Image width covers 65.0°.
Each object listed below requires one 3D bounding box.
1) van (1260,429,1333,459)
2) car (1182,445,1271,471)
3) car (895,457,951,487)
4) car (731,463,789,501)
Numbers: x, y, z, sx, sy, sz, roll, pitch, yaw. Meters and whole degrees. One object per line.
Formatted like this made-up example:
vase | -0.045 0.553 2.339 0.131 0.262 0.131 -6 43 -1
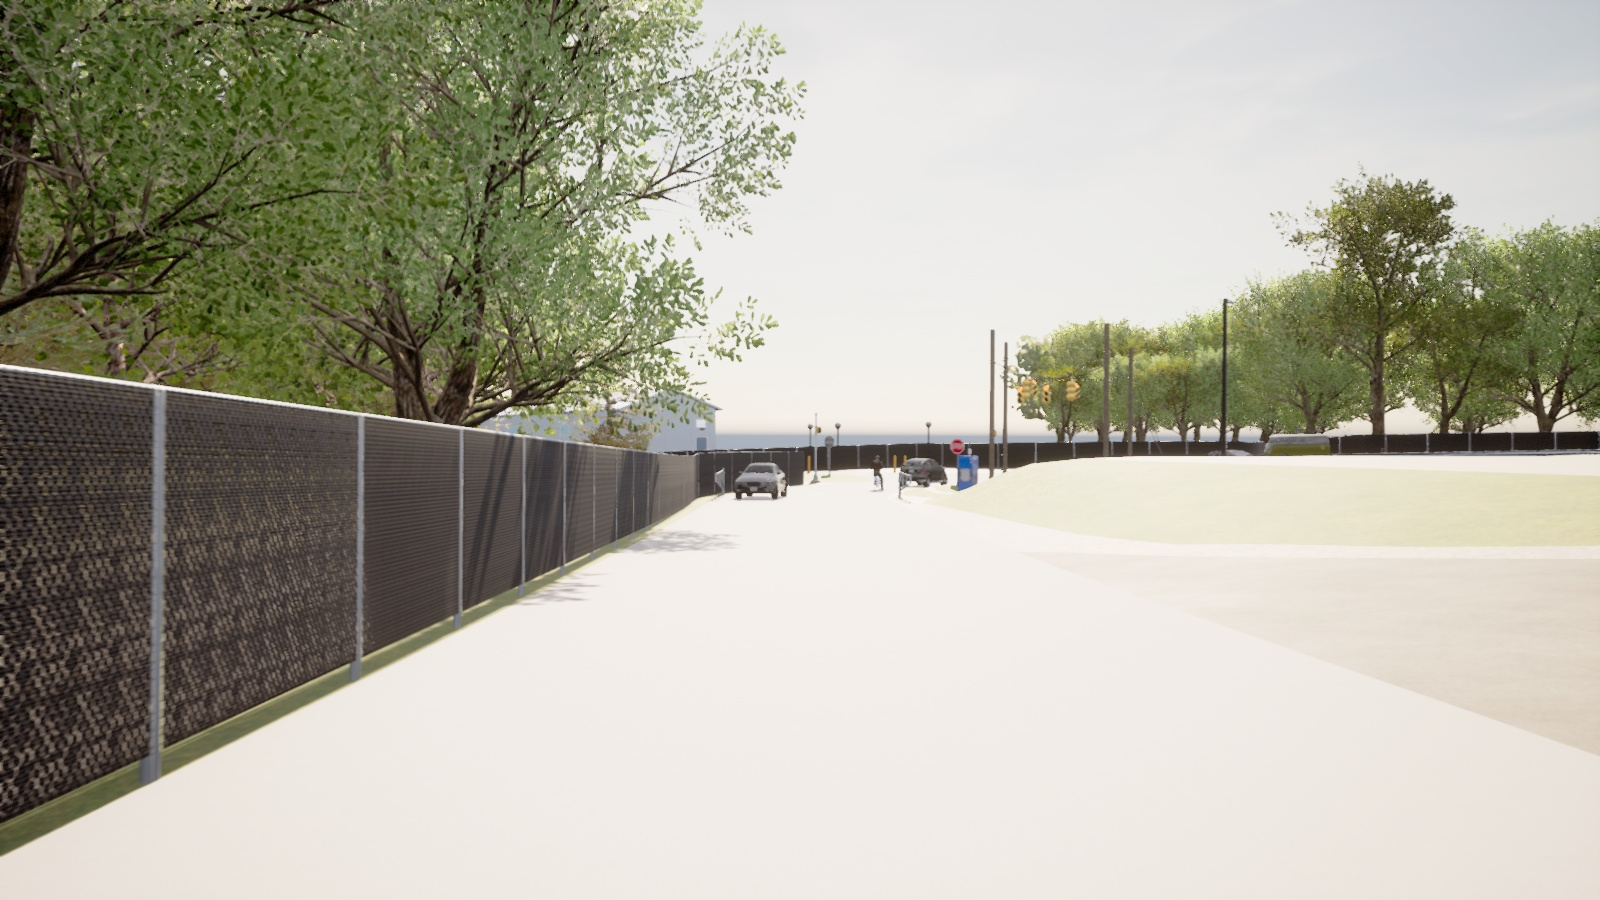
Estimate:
van | 35.468 -0.399 89.735 4.442 1.987 1.775 -2 0 2
car | 25.867 0.508 76.396 2.033 1.411 5.357 -1 -2 -23
car | 6.871 1.211 69.926 1.789 1.549 3.705 0 0 28
car | -1.623 1.312 52.731 1.816 1.474 4.193 0 0 7
